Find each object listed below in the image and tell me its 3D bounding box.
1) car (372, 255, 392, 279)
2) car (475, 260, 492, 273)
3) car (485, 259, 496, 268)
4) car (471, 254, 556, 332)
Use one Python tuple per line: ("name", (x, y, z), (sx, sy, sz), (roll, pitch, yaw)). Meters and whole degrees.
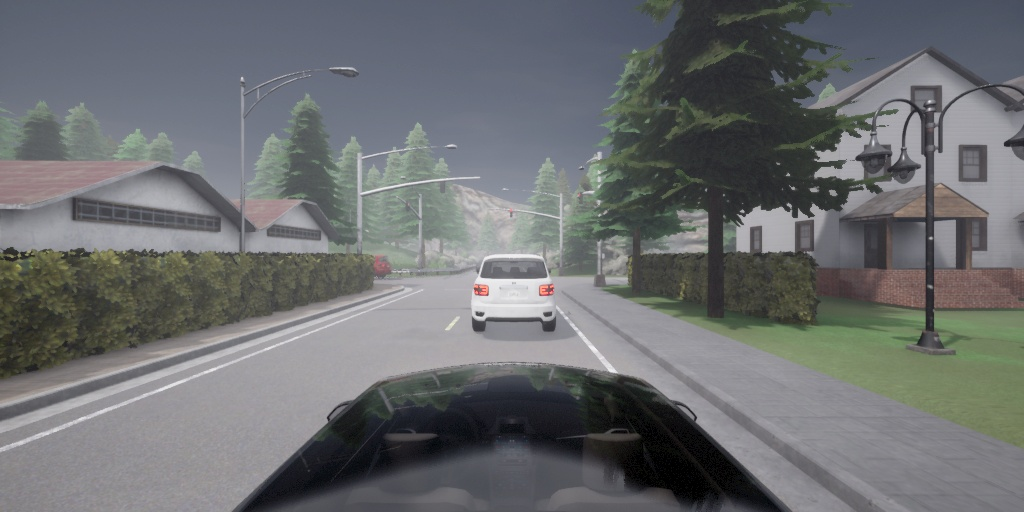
("car", (-13.077, 0.955, 30.558), (5.566, 2.045, 2.150), (0, 0, 7))
("car", (-3.613, 1.252, 46.094), (1.837, 1.490, 4.892), (0, 1, 0))
("car", (-3.649, 1.275, 62.642), (1.812, 1.442, 4.674), (0, 0, -2))
("car", (0.061, 0.971, 11.023), (2.150, 2.045, 5.566), (0, 0, 0))
